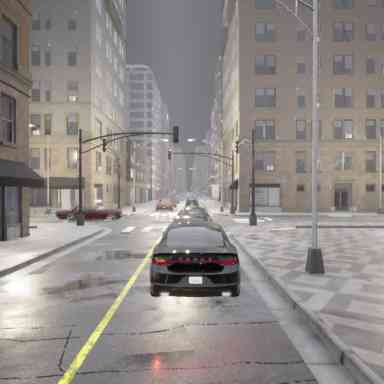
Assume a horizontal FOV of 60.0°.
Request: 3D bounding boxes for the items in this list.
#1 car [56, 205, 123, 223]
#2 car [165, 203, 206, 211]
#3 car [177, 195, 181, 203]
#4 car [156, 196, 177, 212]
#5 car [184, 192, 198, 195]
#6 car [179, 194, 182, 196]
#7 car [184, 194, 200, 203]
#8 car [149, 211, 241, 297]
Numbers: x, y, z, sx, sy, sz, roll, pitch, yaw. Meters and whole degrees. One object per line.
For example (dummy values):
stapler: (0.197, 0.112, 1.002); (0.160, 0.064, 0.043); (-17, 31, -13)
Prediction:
car: (-7.601, 1.600, 25.140); (4.718, 1.301, 1.895); (0, 0, -10)
car: (0.073, 1.546, 18.428); (2.033, 1.411, 5.357); (0, 0, 5)
car: (-3.159, 1.544, 49.527); (2.033, 1.411, 5.357); (0, 0, 0)
car: (-3.172, 1.474, 39.796); (1.882, 1.535, 5.008); (0, 0, -1)
car: (-0.163, 1.352, 80.708); (2.097, 1.767, 4.553); (0, 0, 0)
car: (-3.179, 1.501, 59.701); (1.837, 1.490, 4.892); (0, 0, 0)
car: (-0.005, 1.522, 51.977); (1.812, 1.442, 4.674); (0, 0, 0)
car: (0.059, 1.477, 8.618); (1.882, 1.535, 5.008); (0, 0, 0)
